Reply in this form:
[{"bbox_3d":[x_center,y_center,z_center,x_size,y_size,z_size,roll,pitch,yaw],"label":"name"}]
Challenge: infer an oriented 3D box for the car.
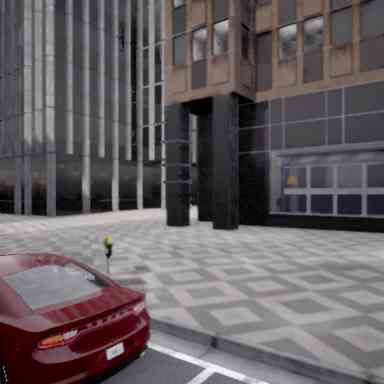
[{"bbox_3d":[-2.638,1.579,4.855,4.507,1.381,1.887,0,0,36],"label":"car"}]
